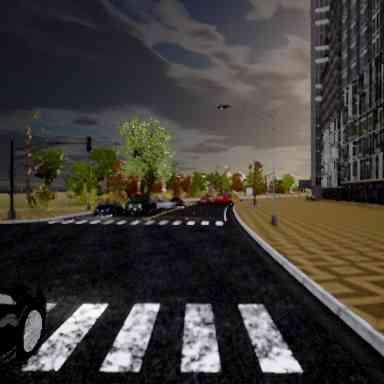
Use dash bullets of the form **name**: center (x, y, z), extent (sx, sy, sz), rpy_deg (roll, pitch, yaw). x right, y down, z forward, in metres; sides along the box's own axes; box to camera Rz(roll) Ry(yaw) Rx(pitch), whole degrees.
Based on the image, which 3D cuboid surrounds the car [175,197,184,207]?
- **car**: center (-2.489, 1.560, 53.286), extent (1.812, 1.442, 4.674), rpy_deg (0, 0, 9)

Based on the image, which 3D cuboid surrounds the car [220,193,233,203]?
- **car**: center (7.523, 1.293, 72.375), extent (2.150, 2.045, 5.566), rpy_deg (0, 0, 12)

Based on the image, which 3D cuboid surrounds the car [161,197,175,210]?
- **car**: center (-3.891, 1.624, 43.050), extent (1.895, 1.301, 4.718), rpy_deg (0, 0, 7)

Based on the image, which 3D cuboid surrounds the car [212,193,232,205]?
- **car**: center (5.667, 1.277, 62.025), extent (2.150, 2.045, 5.566), rpy_deg (0, 0, 11)

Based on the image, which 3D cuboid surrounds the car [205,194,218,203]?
- **car**: center (4.214, 1.417, 72.419), extent (2.097, 1.767, 4.553), rpy_deg (0, 0, 12)

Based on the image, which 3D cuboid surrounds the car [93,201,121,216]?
- **car**: center (-8.218, 1.574, 33.063), extent (1.994, 1.385, 4.181), rpy_deg (0, 0, 5)

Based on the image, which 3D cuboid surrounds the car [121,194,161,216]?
- **car**: center (-4.951, 1.236, 33.190), extent (2.150, 2.045, 5.566), rpy_deg (0, 0, 6)

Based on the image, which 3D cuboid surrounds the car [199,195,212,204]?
- **car**: center (2.519, 1.615, 63.057), extent (1.994, 1.385, 4.181), rpy_deg (0, 0, 11)

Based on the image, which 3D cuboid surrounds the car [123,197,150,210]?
- **car**: center (-7.128, 1.510, 43.330), extent (2.128, 1.511, 4.902), rpy_deg (0, 0, 7)

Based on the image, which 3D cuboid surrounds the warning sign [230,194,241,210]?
- **warning sign**: center (5.226, 1.150, 40.119), extent (1.300, 1.860, 1.060), rpy_deg (0, 0, 7)

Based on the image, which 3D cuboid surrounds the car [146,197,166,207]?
- **car**: center (-5.736, 1.520, 53.576), extent (2.128, 1.511, 4.902), rpy_deg (0, 0, 9)

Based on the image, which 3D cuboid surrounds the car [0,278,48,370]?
- **car**: center (-3.083, 1.503, 3.062), extent (1.837, 1.490, 4.892), rpy_deg (0, 0, 0)
